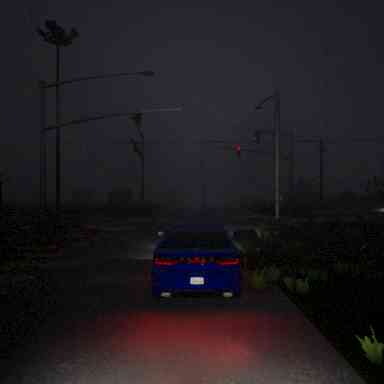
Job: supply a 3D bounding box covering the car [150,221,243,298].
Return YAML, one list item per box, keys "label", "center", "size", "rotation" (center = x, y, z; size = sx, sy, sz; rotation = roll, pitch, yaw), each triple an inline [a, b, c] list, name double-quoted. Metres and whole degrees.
- label: "car"
  center: [0.101, 1.478, 8.582]
  size: [1.882, 1.535, 5.008]
  rotation: [0, 0, 0]
